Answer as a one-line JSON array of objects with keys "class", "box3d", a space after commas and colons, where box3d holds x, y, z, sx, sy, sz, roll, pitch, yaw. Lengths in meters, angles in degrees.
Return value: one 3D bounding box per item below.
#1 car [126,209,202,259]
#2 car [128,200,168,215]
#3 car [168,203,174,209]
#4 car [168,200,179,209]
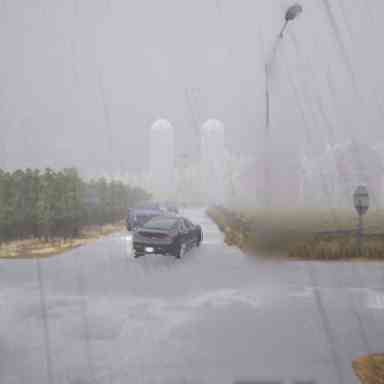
[{"class": "car", "box3d": [-0.876, 1.749, 13.890, 1.837, 1.490, 4.892, 3, 1, 14]}, {"class": "car", "box3d": [-3.197, 1.670, 23.894, 2.150, 2.045, 5.566, 0, -1, 0]}, {"class": "car", "box3d": [-3.187, 2.207, 34.114, 1.812, 1.442, 4.674, 0, -1, 0]}, {"class": "car", "box3d": [-3.135, 2.179, 48.460, 2.150, 2.045, 5.566, 0, -1, 0]}]
